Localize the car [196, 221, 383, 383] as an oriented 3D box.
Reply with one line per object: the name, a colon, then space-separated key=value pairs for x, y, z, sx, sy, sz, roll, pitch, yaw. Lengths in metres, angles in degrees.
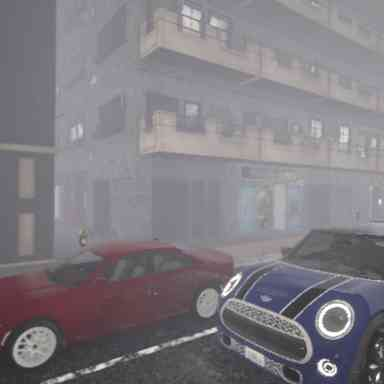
car: x=2.557 y=1.314 z=5.204 sx=4.553 sy=1.767 sz=2.097 roll=-1 pitch=0 yaw=-36

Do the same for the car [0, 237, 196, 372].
car: x=-1.251 y=1.528 z=5.654 sx=4.507 sy=1.381 sz=1.887 roll=-1 pitch=1 yaw=-36
